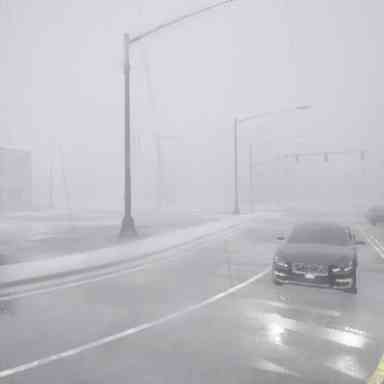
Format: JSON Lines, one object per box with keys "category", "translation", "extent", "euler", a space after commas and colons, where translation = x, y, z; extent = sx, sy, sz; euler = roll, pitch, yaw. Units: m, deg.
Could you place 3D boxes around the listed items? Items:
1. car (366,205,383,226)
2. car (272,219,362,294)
{"category": "car", "translation": [14.052, 1.671, 24.381], "extent": [1.994, 1.385, 4.181], "euler": [-1, -1, 23]}
{"category": "car", "translation": [3.585, 1.567, 9.215], "extent": [1.837, 1.490, 4.892], "euler": [0, -1, 27]}
